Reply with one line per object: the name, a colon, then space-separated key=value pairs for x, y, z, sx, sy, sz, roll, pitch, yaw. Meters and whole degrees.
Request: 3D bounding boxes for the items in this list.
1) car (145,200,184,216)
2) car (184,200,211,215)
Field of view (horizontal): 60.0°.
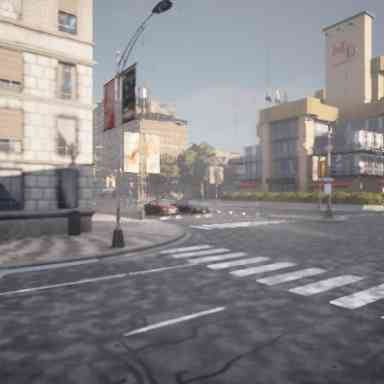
car: x=-3.057 y=1.540 z=32.791 sx=1.812 sy=1.442 sz=4.674 roll=0 pitch=0 yaw=-34
car: x=-0.324 y=1.564 z=34.977 sx=2.033 sy=1.411 sz=5.357 roll=0 pitch=0 yaw=-36
